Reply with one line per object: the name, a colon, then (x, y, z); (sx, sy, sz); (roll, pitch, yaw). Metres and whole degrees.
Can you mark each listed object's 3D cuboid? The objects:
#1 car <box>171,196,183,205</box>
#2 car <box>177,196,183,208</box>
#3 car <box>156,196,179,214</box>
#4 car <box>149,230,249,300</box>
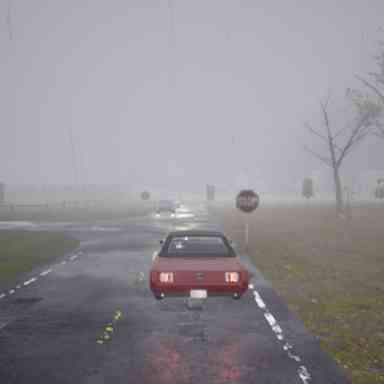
car: (-2.618, 1.535, 58.802); (1.837, 1.490, 4.892); (0, 0, 1)
car: (-2.696, 1.504, 46.773); (1.882, 1.535, 5.008); (0, 0, 0)
car: (-2.736, 1.527, 35.966); (1.837, 1.490, 4.892); (0, 0, 0)
car: (0.098, 1.607, 8.390); (1.895, 1.301, 4.718); (0, 0, -1)
